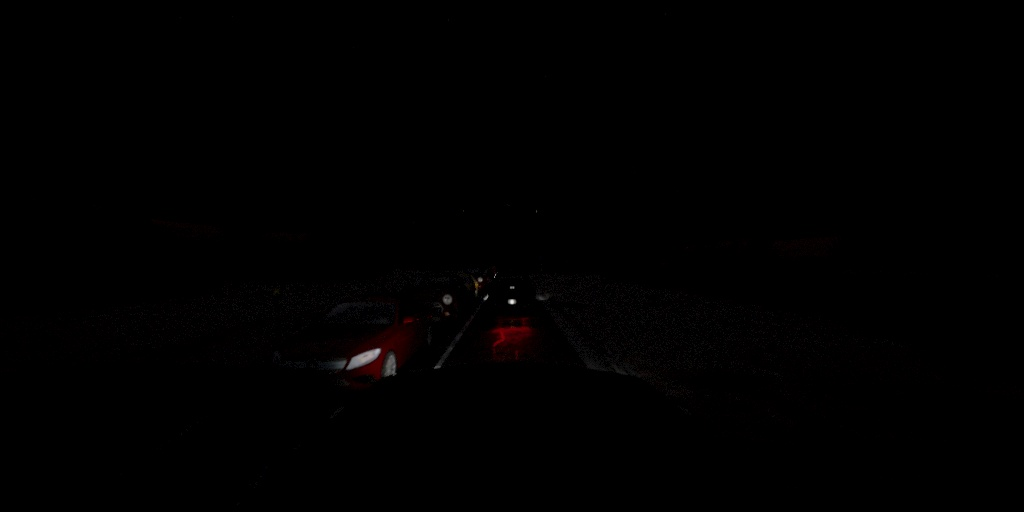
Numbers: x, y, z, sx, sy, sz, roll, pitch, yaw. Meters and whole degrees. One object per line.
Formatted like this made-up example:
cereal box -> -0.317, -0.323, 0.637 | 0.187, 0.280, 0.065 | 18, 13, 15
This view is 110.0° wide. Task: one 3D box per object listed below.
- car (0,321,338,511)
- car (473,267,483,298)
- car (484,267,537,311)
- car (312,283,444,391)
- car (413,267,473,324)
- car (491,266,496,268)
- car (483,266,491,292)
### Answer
car -> -2.637, 1.311, 1.228 | 1.948, 1.339, 4.313 | 0, 0, 0
car -> -2.633, 1.462, 17.672 | 1.751, 1.417, 4.829 | 0, 0, 0
car -> 0.024, 1.412, 15.384 | 1.837, 1.490, 4.892 | 0, 0, 1
car -> -2.636, 1.385, 6.766 | 1.802, 1.307, 4.207 | 0, 0, 0
car -> -2.634, 1.307, 12.304 | 1.967, 1.591, 4.097 | 0, 0, 0
car -> -2.630, 1.642, 28.919 | 2.007, 1.370, 4.403 | 0, 0, 0
car -> -2.631, 1.451, 23.381 | 1.967, 1.591, 4.097 | 0, 0, 0
